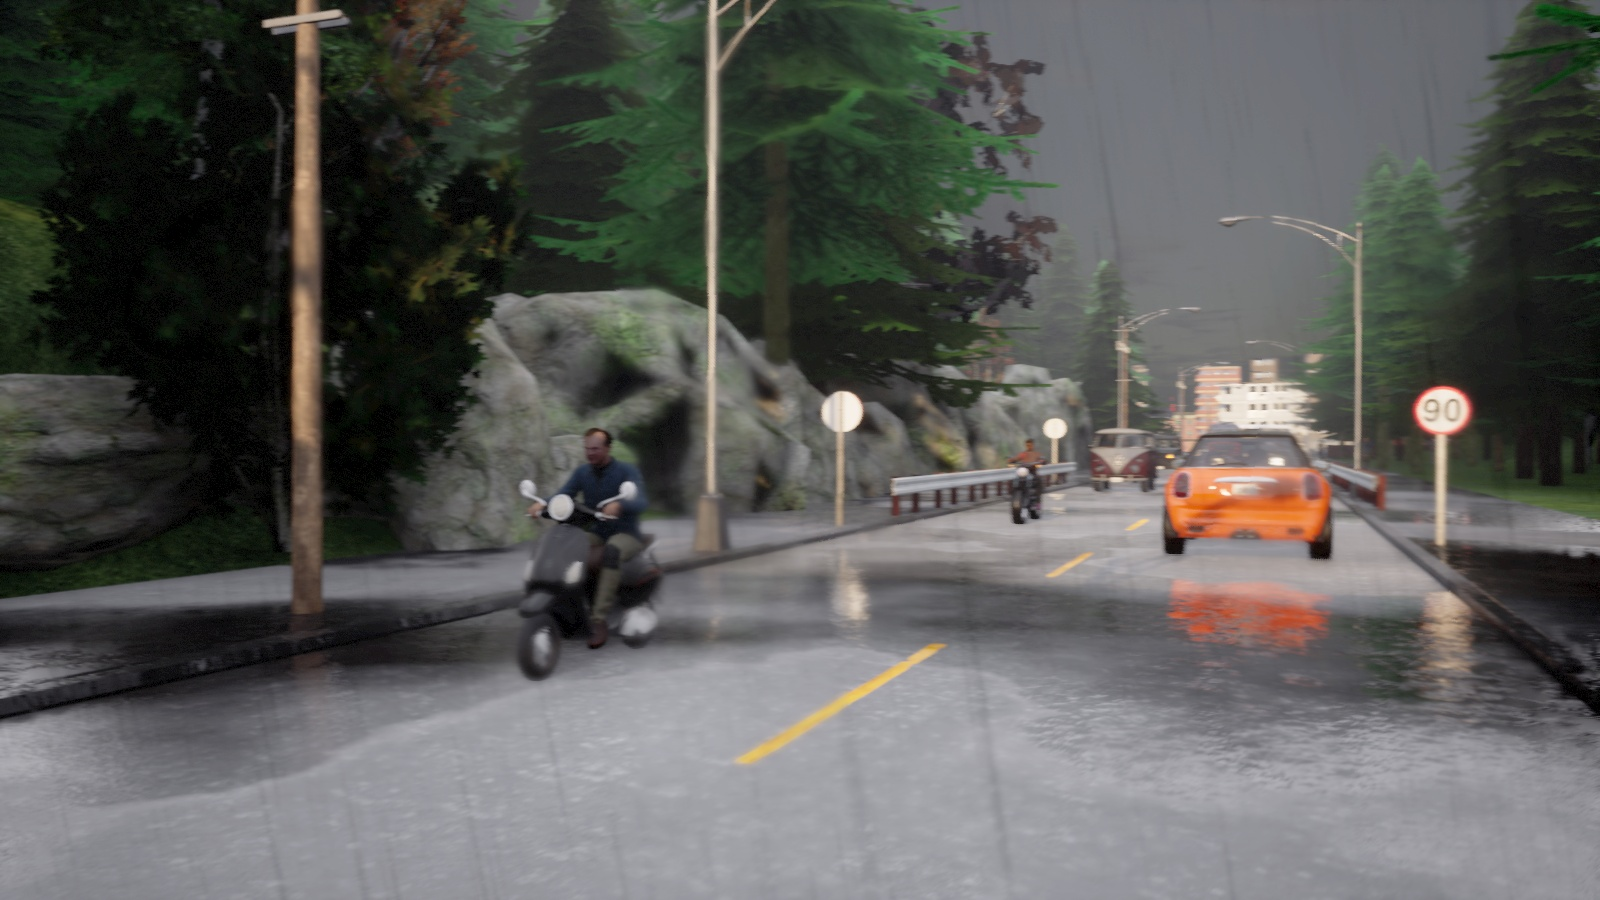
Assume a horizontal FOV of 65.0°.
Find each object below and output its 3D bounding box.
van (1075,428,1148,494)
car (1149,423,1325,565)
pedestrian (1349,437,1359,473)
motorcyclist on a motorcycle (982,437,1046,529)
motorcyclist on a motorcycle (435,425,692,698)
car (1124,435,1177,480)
[{"bbox_3d":[9.995,0.325,40.073,1.775,1.987,4.442,0,0,20],"label":"van"},{"bbox_3d":[6.288,0.535,18.070,2.097,1.767,4.553,0,0,20],"label":"car"},{"bbox_3d":[28.371,0.246,64.296,0.402,1.842,0.726,1,0,31],"label":"pedestrian"},{"bbox_3d":[4.056,0.583,23.660,0.766,1.649,2.350,0,0,20],"label":"motorcyclist on a motorcycle"},{"bbox_3d":[-1.493,0.643,8.319,0.866,1.590,1.817,0,0,20],"label":"motorcyclist on a motorcycle"},{"bbox_3d":[15.176,0.317,54.264,1.905,1.878,3.866,0,0,20],"label":"car"}]
